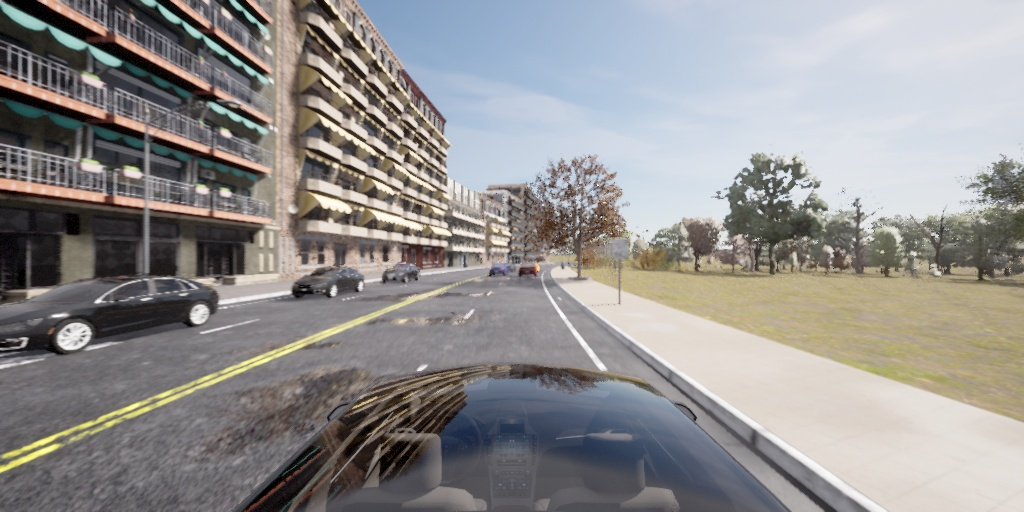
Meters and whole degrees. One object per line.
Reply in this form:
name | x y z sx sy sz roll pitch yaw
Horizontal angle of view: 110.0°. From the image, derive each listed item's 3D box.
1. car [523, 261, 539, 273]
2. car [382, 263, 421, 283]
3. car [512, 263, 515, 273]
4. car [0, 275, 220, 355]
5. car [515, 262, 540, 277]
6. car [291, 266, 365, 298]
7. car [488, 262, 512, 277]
car | 2.756 1.537 49.945 1.882 1.535 5.008 0 0 7
car | -8.943 1.359 29.312 2.128 1.511 4.902 0 0 4
car | -0.468 1.596 50.210 2.033 1.411 5.357 0 0 7
car | -9.768 1.256 8.804 1.837 1.490 4.892 0 0 1
car | 1.755 1.448 38.916 1.882 1.535 5.008 0 0 5
car | -9.486 1.312 18.938 1.837 1.490 4.892 0 0 2
car | -1.430 1.491 39.869 1.812 1.442 4.674 0 -1 5
